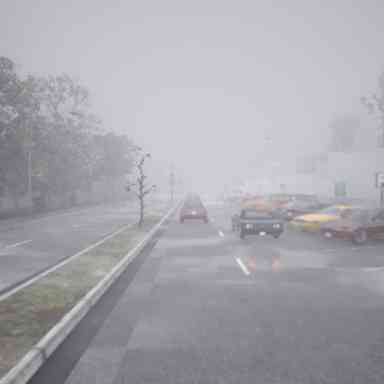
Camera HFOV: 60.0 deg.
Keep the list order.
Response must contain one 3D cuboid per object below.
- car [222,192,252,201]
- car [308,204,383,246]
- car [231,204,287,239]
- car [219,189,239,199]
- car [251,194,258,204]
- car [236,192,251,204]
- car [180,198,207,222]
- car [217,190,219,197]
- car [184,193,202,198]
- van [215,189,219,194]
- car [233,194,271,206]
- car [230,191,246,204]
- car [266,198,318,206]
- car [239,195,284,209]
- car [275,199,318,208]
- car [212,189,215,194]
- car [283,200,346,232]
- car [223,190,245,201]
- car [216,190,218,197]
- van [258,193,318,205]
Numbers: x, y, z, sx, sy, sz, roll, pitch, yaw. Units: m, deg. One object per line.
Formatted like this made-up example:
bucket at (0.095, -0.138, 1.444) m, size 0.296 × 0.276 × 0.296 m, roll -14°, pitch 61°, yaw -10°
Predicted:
car at (8.121, 0.802, 59.754) m, size 5.008 × 1.535 × 2.097 m, roll 1°, pitch 1°, yaw -20°
car at (8.054, 1.455, 14.998) m, size 4.792 × 1.488 × 2.163 m, roll 1°, pitch 1°, yaw -20°
car at (3.113, 1.521, 16.888) m, size 1.895 × 1.301 × 4.718 m, roll 0°, pitch 0°, yaw 0°
car at (8.142, 0.586, 56.786) m, size 5.566 × 2.045 × 2.435 m, roll 1°, pitch 1°, yaw -20°
car at (8.065, 1.130, 29.924) m, size 4.553 × 1.767 × 2.185 m, roll 0°, pitch 1°, yaw -20°
car at (7.923, 1.154, 35.835) m, size 5.366 × 1.575 × 1.946 m, roll 0°, pitch 1°, yaw -20°
car at (0.118, 1.396, 25.038) m, size 1.994 × 1.385 × 4.181 m, roll 0°, pitch 1°, yaw 0°
car at (8.293, 0.733, 65.786) m, size 5.366 × 1.575 × 1.946 m, roll 1°, pitch 0°, yaw -20°
car at (0.131, 0.923, 41.334) m, size 2.097 × 1.767 × 4.553 m, roll 0°, pitch 1°, yaw 0°
van at (8.018, 0.446, 71.640) m, size 4.442 × 1.987 × 1.878 m, roll 1°, pitch 1°, yaw -20°
car at (8.099, 1.047, 44.849) m, size 4.674 × 1.452 × 2.002 m, roll 0°, pitch 1°, yaw -20°
car at (7.929, 1.050, 41.800) m, size 5.366 × 1.575 × 1.946 m, roll 0°, pitch 1°, yaw -20°
car at (8.083, 1.377, 23.967) m, size 4.674 × 1.452 × 2.002 m, roll 0°, pitch 0°, yaw -20°
car at (8.126, 1.136, 38.897) m, size 4.792 × 1.488 × 2.163 m, roll 0°, pitch 1°, yaw -20°
car at (8.112, 1.404, 20.995) m, size 4.792 × 1.488 × 2.163 m, roll 1°, pitch 0°, yaw -20°
car at (7.953, 0.637, 74.601) m, size 5.366 × 1.575 × 1.946 m, roll 1°, pitch 1°, yaw -20°
car at (7.912, 1.396, 17.925) m, size 5.366 × 1.575 × 1.946 m, roll 1°, pitch 1°, yaw -20°
car at (8.120, 0.878, 53.788) m, size 4.892 × 1.521 × 2.231 m, roll 1°, pitch 1°, yaw -20°
car at (8.147, 0.733, 68.716) m, size 4.792 × 1.488 × 2.163 m, roll 1°, pitch 0°, yaw -20°
van at (7.985, 1.074, 26.896) m, size 4.442 × 1.987 × 1.878 m, roll 0°, pitch 1°, yaw -20°
